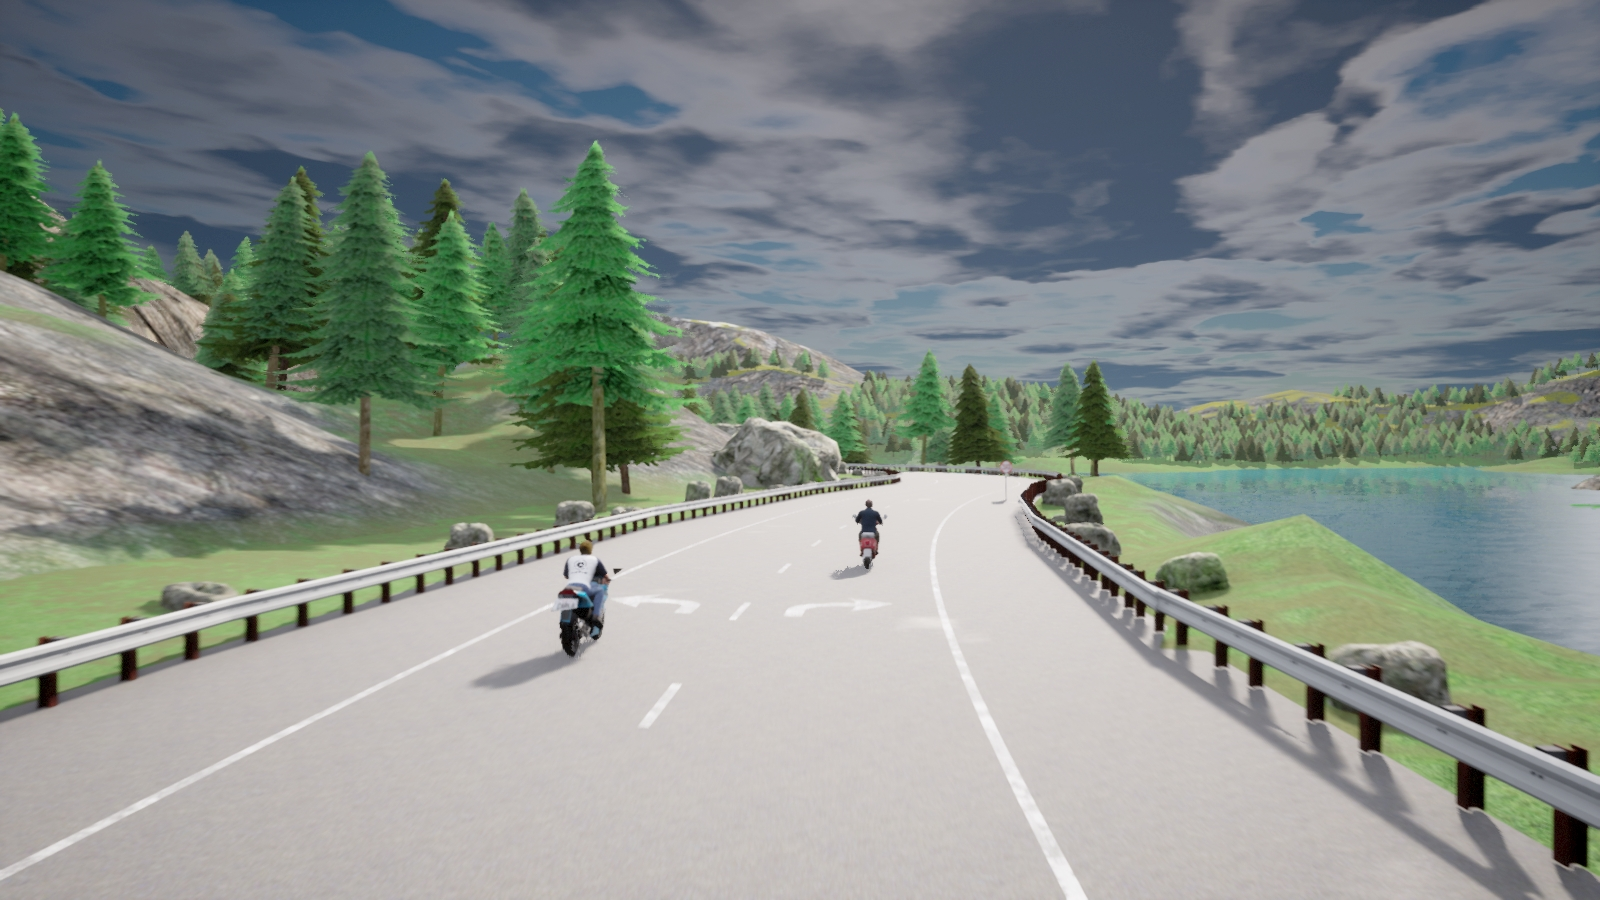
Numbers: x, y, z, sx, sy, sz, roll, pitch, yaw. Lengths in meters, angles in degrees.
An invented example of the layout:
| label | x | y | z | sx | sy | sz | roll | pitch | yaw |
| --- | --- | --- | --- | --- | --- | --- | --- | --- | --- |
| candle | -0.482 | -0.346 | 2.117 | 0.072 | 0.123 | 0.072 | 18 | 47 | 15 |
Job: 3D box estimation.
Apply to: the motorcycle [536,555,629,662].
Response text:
| label | x | y | z | sx | sy | sz | roll | pitch | yaw |
| --- | --- | --- | --- | --- | --- | --- | --- | --- | --- |
| motorcycle | -3.009 | 2.176 | 16.017 | 0.803 | 1.217 | 2.033 | 0 | 0 | 4 |

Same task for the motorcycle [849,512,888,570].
| label | x | y | z | sx | sy | sz | roll | pitch | yaw |
| --- | --- | --- | --- | --- | --- | --- | --- | --- | --- |
| motorcycle | 1.664 | 2.183 | 27.655 | 0.856 | 1.236 | 1.805 | 1 | 0 | 6 |
